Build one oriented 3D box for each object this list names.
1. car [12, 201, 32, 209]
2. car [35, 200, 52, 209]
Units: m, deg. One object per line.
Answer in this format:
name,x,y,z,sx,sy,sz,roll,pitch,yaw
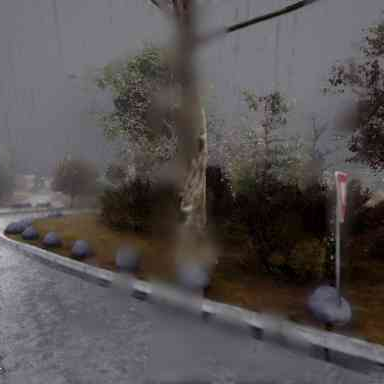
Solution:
car,-28.338,2.166,55.621,1.895,1.301,4.718,0,-1,-10
car,-25.304,2.097,56.948,1.812,1.442,4.674,0,0,-11
